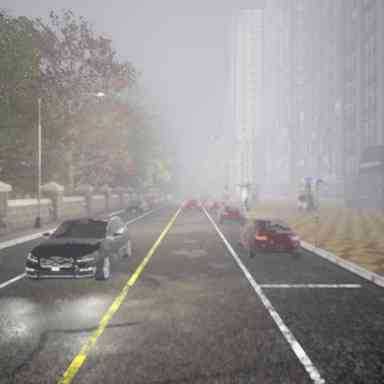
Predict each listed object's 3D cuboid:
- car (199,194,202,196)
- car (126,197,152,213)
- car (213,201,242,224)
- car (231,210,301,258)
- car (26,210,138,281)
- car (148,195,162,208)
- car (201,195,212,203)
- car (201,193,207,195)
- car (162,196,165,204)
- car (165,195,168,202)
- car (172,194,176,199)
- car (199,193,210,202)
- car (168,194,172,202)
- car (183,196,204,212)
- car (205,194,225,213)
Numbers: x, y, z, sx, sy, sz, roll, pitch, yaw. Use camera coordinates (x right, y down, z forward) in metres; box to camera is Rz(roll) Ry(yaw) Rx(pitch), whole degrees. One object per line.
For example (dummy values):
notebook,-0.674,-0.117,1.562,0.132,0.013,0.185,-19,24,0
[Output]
car,0.098,1.415,49.077,2.033,1.411,5.357,0,0,0
car,-5.687,1.463,34.733,1.947,1.339,4.313,0,0,0
car,2.692,1.511,23.467,1.802,1.307,4.206,0,0,0
car,2.690,1.543,12.202,1.802,1.307,4.206,0,0,0
car,-3.020,1.477,9.831,1.837,1.490,4.892,0,0,0
car,-5.687,1.313,45.996,1.967,1.590,4.097,0,0,0
car,2.695,1.371,63.062,1.752,1.417,4.829,0,0,0
car,2.695,1.294,57.259,1.967,1.590,4.097,0,0,0
car,-5.687,1.429,51.627,1.947,1.339,4.313,0,0,0
car,-5.686,1.295,57.260,1.967,1.590,4.097,0,0,0
car,-5.684,1.372,79.791,2.008,1.369,4.403,0,0,0
car,2.697,1.144,74.157,2.192,1.841,5.009,0,0,0
car,-5.685,1.420,68.526,1.802,1.307,4.206,0,0,0
car,0.101,1.419,36.195,1.812,1.442,4.674,0,0,0
car,2.693,1.337,34.732,1.967,1.590,4.097,0,0,0
